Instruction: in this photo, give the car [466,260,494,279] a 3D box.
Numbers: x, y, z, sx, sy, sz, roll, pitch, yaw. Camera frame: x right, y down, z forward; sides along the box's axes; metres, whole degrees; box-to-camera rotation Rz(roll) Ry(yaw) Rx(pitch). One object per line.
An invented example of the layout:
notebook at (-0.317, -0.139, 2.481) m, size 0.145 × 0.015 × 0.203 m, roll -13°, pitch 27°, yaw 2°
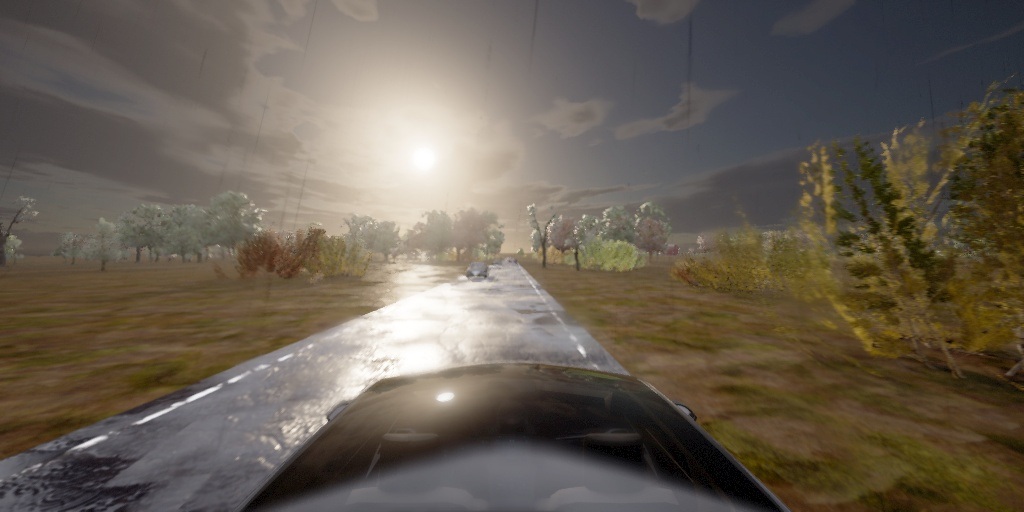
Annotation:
car at (-3.107, 1.318, 33.214) m, size 2.128 × 1.511 × 4.902 m, roll 0°, pitch 0°, yaw 0°
